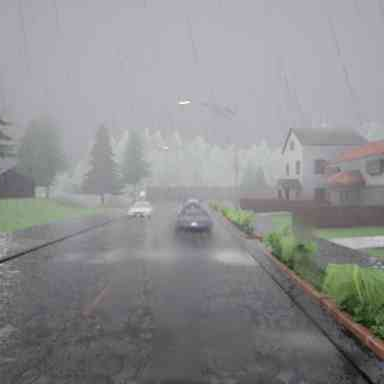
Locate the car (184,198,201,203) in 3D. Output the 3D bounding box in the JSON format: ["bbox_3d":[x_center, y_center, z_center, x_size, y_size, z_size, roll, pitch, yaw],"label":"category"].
[{"bbox_3d":[0.077,1.493,39.385,1.812,1.442,4.674,0,0,0],"label":"car"}]

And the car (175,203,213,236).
[{"bbox_3d":[0.095,1.548,18.488,1.994,1.385,4.181,0,0,0],"label":"car"}]

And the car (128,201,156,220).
[{"bbox_3d":[-4.082,1.502,27.687,1.812,1.442,4.674,0,0,0],"label":"car"}]
